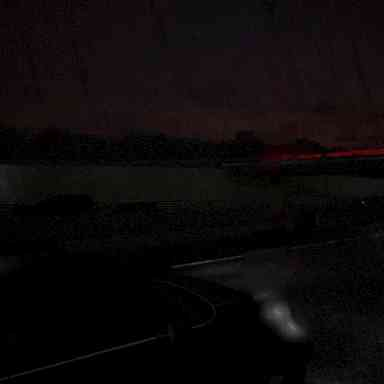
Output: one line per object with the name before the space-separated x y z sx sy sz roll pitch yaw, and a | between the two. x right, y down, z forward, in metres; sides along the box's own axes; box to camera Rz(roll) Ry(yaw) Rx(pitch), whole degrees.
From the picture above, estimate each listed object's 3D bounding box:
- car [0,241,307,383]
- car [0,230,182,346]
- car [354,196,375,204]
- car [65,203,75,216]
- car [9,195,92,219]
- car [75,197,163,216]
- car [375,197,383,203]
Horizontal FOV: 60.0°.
car | -1.020 1.352 3.018 4.553 1.767 2.097 0 0 -35
car | -2.676 1.599 6.136 4.718 1.301 1.895 0 0 -35
car | 25.068 1.397 47.594 4.892 1.490 1.837 0 0 -35
car | -5.590 1.547 21.491 4.181 1.385 1.994 0 0 -35
car | -9.466 1.210 23.029 5.566 2.045 2.150 0 0 -35
car | -3.761 1.336 18.498 4.553 1.767 2.097 0 0 -35
car | 27.726 1.112 45.189 5.566 2.045 2.150 0 0 -35
